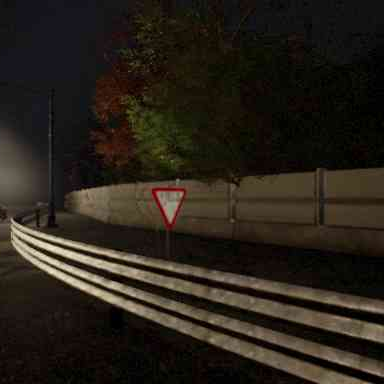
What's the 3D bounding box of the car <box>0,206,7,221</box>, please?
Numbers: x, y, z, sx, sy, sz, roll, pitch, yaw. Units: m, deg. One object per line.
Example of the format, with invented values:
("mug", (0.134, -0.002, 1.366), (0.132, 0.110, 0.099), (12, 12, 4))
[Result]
("car", (-19.855, 1.940, 33.027), (2.097, 1.767, 4.553), (0, -1, -19))
